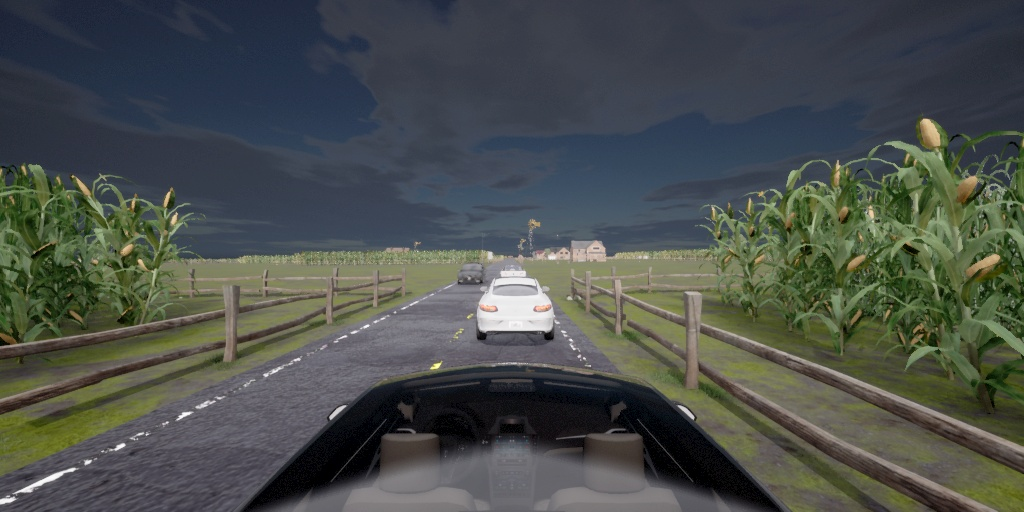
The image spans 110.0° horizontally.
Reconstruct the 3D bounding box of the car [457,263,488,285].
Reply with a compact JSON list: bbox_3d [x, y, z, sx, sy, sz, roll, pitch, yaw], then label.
[{"bbox_3d":[-2.871,1.271,26.488,1.837,1.490,4.892,0,0,0],"label":"car"}]

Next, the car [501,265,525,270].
[{"bbox_3d":[0.074,1.369,28.335,1.895,1.301,4.718,0,0,-1],"label":"car"}]

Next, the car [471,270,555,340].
[{"bbox_3d":[0.079,1.279,9.865,1.812,1.442,4.674,0,0,0],"label":"car"}]
